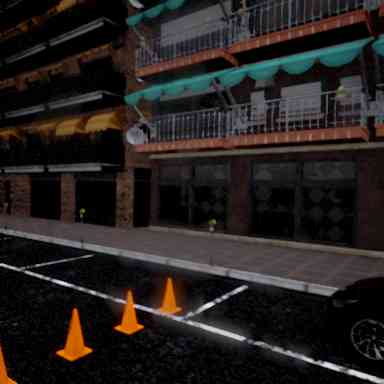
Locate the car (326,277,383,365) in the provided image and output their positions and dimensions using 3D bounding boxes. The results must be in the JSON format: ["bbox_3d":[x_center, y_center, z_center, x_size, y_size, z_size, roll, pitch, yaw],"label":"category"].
[{"bbox_3d":[4.014,1.592,4.128,4.313,1.339,1.947,1,1,36],"label":"car"}]

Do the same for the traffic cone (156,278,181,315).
[{"bbox_3d":[-0.421,1.881,6.123,0.340,0.580,0.340,1,1,36],"label":"traffic cone"}]

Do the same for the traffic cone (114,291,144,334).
[{"bbox_3d":[-1.004,1.880,5.311,0.340,0.580,0.340,1,1,36],"label":"traffic cone"}]

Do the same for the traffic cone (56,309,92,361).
[{"bbox_3d":[-1.587,1.879,4.499,0.340,0.580,0.340,1,1,36],"label":"traffic cone"}]

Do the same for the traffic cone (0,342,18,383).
[{"bbox_3d":[-2.170,1.878,3.686,0.340,0.580,0.340,1,1,36],"label":"traffic cone"}]
